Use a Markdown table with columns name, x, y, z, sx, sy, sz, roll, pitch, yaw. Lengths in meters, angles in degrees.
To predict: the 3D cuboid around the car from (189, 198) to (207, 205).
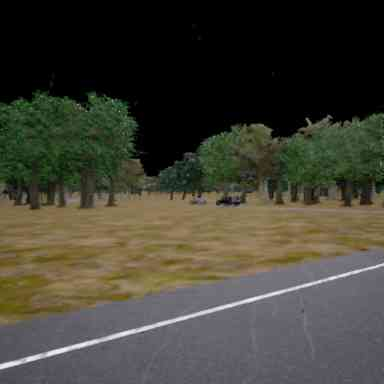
| name | x | y | z | sx | sy | sz | roll | pitch | yaw |
| --- | --- | --- | --- | --- | --- | --- | --- | --- | --- |
| car | 1.307 | 2.115 | 72.397 | 2.128 | 1.511 | 4.902 | 2 | -2 | -34 |

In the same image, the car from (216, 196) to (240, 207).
| name | x | y | z | sx | sy | sz | roll | pitch | yaw |
| --- | --- | --- | --- | --- | --- | --- | --- | --- | --- |
| car | 6.926 | 1.773 | 64.256 | 2.150 | 2.045 | 5.566 | 2 | -2 | -34 |
